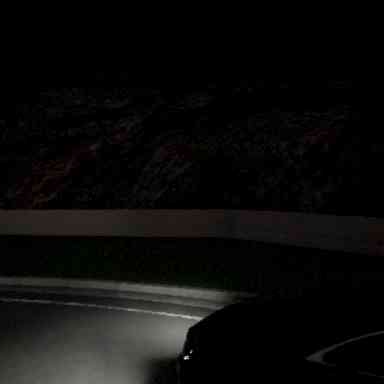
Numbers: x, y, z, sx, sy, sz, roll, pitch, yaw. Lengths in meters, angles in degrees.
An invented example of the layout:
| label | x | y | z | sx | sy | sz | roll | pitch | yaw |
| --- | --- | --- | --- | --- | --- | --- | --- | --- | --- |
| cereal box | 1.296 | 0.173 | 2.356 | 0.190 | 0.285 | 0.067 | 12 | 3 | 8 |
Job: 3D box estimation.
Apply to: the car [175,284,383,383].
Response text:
| label | x | y | z | sx | sy | sz | roll | pitch | yaw |
| --- | --- | --- | --- | --- | --- | --- | --- | --- | --- |
| car | 2.099 | 1.423 | 2.407 | 4.892 | 1.490 | 1.837 | 0 | 0 | 35 |
